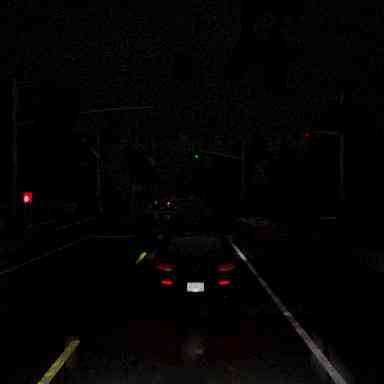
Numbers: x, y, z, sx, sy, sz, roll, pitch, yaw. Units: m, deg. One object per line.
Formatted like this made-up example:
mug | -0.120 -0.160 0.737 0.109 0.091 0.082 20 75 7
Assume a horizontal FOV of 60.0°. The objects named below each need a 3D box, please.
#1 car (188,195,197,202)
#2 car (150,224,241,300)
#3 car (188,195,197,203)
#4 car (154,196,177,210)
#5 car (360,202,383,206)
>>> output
car | 0.078 1.525 80.822 2.128 1.511 4.902 0 0 0
car | 0.082 1.526 8.235 1.812 1.442 4.674 0 0 0
car | 0.090 1.596 70.712 1.895 1.301 4.718 0 0 0
car | -3.551 1.352 42.326 2.097 1.767 4.553 0 0 2
car | 15.566 1.528 28.590 5.357 1.411 2.033 0 0 -6
